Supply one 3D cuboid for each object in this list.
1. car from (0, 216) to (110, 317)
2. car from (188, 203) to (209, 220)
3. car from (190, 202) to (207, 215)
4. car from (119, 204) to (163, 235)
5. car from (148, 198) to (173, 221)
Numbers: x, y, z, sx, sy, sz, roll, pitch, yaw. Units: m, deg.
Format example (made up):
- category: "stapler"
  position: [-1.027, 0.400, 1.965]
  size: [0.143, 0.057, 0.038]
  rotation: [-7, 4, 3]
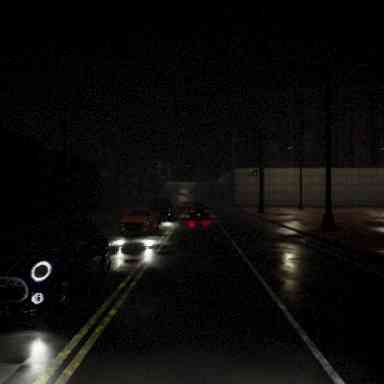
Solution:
- category: "car"
  position: [-3.478, 1.448, 7.902]
  size: [2.097, 1.767, 4.553]
  rotation: [0, -1, 1]
- category: "car"
  position: [0.675, 1.932, 32.973]
  size: [1.812, 1.442, 4.674]
  rotation: [0, -1, 1]
- category: "car"
  position: [0.852, 2.076, 42.918]
  size: [2.033, 1.411, 5.357]
  rotation: [0, -1, 1]
- category: "car"
  position: [-3.183, 1.733, 20.860]
  size: [1.882, 1.535, 5.008]
  rotation: [0, -1, 1]
- category: "car"
  position: [-2.983, 1.615, 32.155]
  size: [2.150, 2.045, 5.566]
  rotation: [0, -1, -1]
